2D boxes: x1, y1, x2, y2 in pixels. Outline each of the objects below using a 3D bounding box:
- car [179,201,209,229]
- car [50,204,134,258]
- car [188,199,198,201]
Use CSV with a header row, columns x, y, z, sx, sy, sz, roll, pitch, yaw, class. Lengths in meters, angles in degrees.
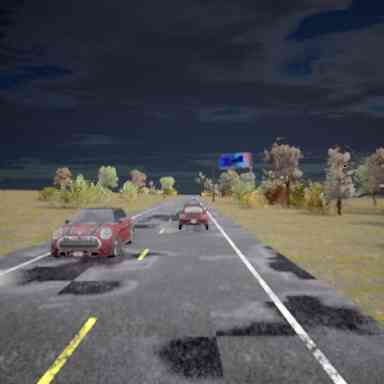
x,y,z,sx,sy,sz,roll,pitch,yaw,class
0.100,1.551,21.722,1.812,1.442,4.674,0,0,0,car
-3.595,1.366,12.744,2.097,1.767,4.553,0,0,0,car
0.101,1.599,40.459,2.033,1.411,5.357,0,0,0,car
